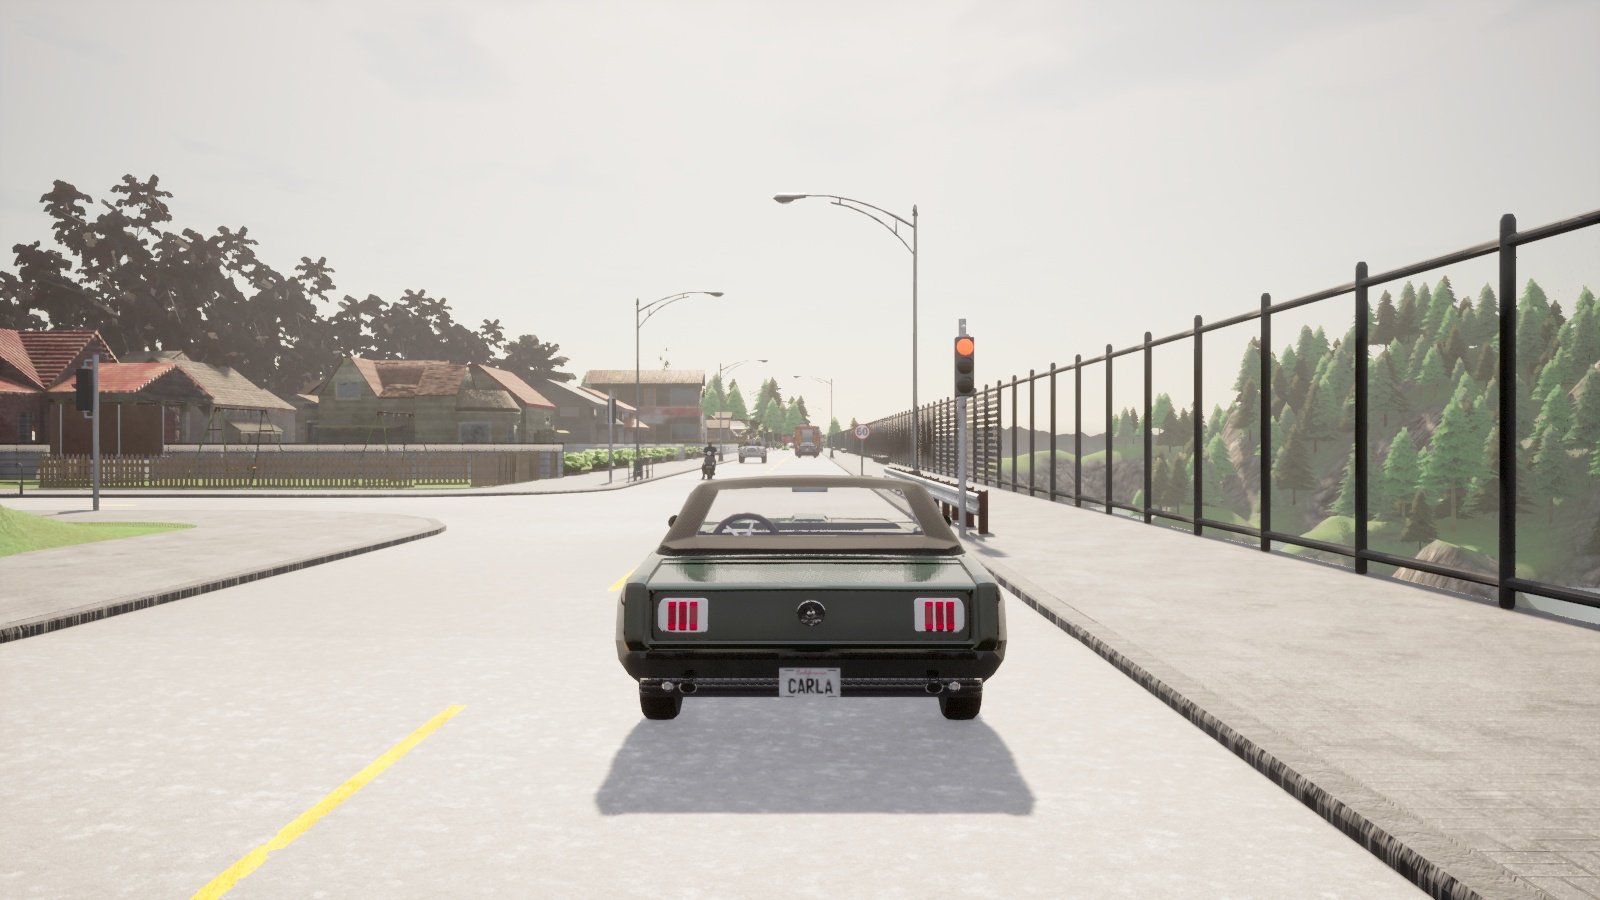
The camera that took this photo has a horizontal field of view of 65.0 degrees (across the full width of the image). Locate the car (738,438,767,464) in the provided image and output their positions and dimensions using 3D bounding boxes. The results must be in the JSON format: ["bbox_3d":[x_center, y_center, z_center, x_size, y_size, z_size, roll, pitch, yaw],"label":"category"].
[{"bbox_3d":[-3.457,0.041,92.077,1.932,1.855,4.605,0,0,0],"label":"car"}]

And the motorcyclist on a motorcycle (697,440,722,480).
[{"bbox_3d":[-3.688,0.407,51.439,0.866,1.590,1.817,0,0,0],"label":"motorcyclist on a motorcycle"}]

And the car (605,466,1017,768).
[{"bbox_3d":[0.062,0.801,8.138,1.895,1.301,4.718,0,0,0],"label":"car"}]
